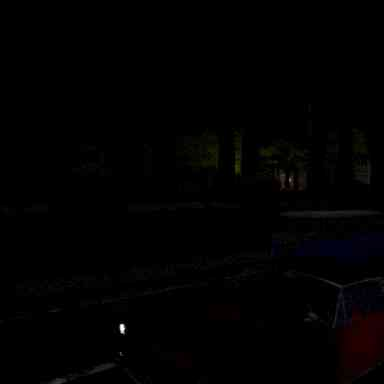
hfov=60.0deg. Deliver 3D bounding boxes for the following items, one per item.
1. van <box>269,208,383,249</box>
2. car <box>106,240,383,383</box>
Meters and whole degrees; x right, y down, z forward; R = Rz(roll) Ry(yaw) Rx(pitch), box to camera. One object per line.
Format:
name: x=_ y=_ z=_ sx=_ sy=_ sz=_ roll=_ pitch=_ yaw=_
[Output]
van: x=3.894 y=1.403 z=9.338 sx=3.998 sy=1.788 sz=1.690 roll=1 pitch=0 yaw=-36
car: x=1.384 y=1.627 z=4.374 sx=4.718 sy=1.301 sz=1.895 roll=1 pitch=0 yaw=-36
